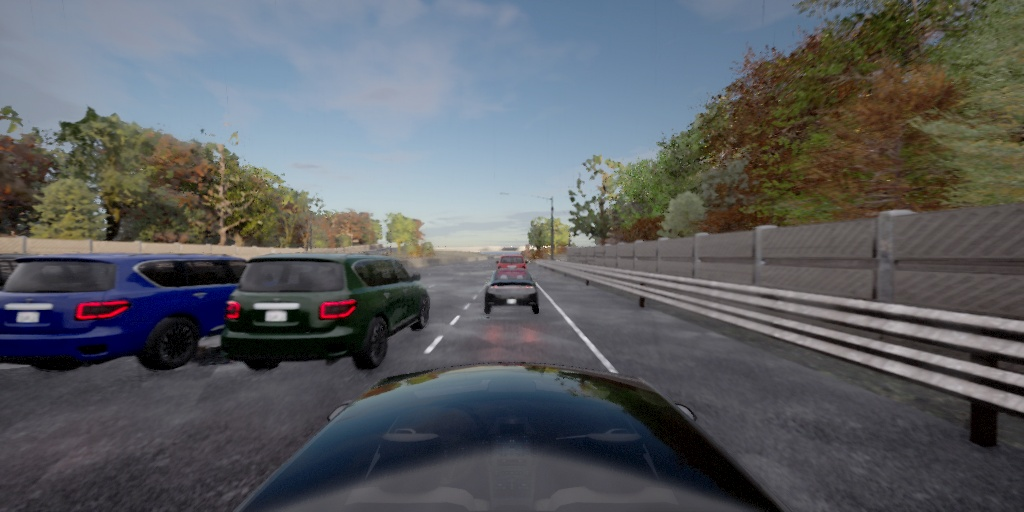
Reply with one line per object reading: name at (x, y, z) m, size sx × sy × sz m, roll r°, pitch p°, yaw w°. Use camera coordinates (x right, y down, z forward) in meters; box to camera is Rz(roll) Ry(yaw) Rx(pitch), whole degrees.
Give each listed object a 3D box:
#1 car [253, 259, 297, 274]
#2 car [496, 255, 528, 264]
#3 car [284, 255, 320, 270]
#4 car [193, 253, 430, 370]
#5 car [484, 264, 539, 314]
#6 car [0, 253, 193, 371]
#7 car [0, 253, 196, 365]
car at (-28.034, 1.195, 42.700) m, size 1.882 × 1.535 × 5.008 m, roll 0°, pitch 1°, yaw 1°
car at (-0.010, 0.939, 26.478) m, size 2.150 × 2.045 × 5.566 m, roll 0°, pitch 0°, yaw 0°
car at (-31.539, 0.945, 54.186) m, size 2.150 × 2.045 × 5.566 m, roll 0°, pitch 0°, yaw 1°
car at (-3.405, 0.960, 7.858) m, size 2.150 × 2.045 × 5.566 m, roll 0°, pitch 0°, yaw 0°
car at (-0.004, 1.221, 13.772) m, size 2.128 × 1.511 × 4.902 m, roll 0°, pitch 0°, yaw 0°
car at (-6.902, 0.960, 7.797) m, size 2.150 × 2.045 × 5.566 m, roll 0°, pitch 0°, yaw 0°
car at (-10.404, 0.960, 7.808) m, size 2.150 × 2.045 × 5.566 m, roll 0°, pitch 0°, yaw 0°
